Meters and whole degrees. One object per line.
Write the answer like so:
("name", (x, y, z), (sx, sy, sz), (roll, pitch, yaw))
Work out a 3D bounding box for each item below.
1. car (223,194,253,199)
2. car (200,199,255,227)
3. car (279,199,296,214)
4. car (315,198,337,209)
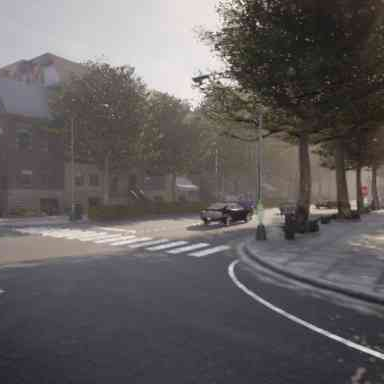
("car", (4.139, 1.216, 31.900), (2.150, 2.045, 5.566), (0, 0, 35))
("car", (2.469, 1.488, 23.148), (2.128, 1.511, 4.902), (0, 0, 35))
("car", (10.721, 1.488, 34.947), (2.128, 1.511, 4.902), (0, 0, 36))
("car", (18.558, 1.546, 45.319), (2.033, 1.411, 5.357), (0, 0, 43))
